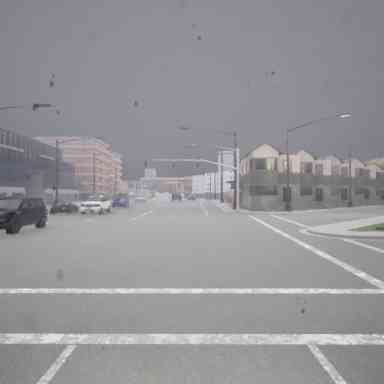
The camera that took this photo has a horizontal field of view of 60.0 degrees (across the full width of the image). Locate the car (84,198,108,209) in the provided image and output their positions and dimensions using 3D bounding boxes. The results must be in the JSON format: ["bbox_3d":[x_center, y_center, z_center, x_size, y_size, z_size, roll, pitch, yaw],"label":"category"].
[{"bbox_3d":[-14.137,1.709,49.352,2.033,1.411,5.357,0,0,0],"label":"car"}]

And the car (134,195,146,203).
[{"bbox_3d":[-10.568,1.386,68.057,1.812,1.442,4.674,0,0,0],"label":"car"}]

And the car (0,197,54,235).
[{"bbox_3d":[-10.618,1.327,19.790,2.150,2.045,5.566,0,-1,0],"label":"car"}]

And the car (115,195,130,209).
[{"bbox_3d":[-10.641,1.633,49.906,1.882,1.535,5.008,0,0,0],"label":"car"}]

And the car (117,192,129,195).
[{"bbox_3d":[-14.069,1.090,67.398,2.150,2.045,5.566,0,0,0],"label":"car"}]

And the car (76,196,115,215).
[{"bbox_3d":[-10.645,1.428,37.113,2.150,2.045,5.566,0,-1,0],"label":"car"}]

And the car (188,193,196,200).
[{"bbox_3d":[-0.081,1.138,87.785,2.097,1.767,4.553,0,-2,0],"label":"car"}]

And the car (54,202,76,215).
[{"bbox_3d":[-14.137,1.773,37.064,1.994,1.385,4.181,0,0,0],"label":"car"}]

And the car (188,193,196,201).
[{"bbox_3d":[-0.071,1.420,77.825,1.895,1.301,4.718,0,-1,0],"label":"car"}]

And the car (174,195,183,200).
[{"bbox_3d":[-3.581,1.478,87.804,2.128,1.511,4.902,0,-2,0],"label":"car"}]

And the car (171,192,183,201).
[{"bbox_3d":[-3.570,1.050,77.111,2.150,2.045,5.566,0,0,0],"label":"car"}]
